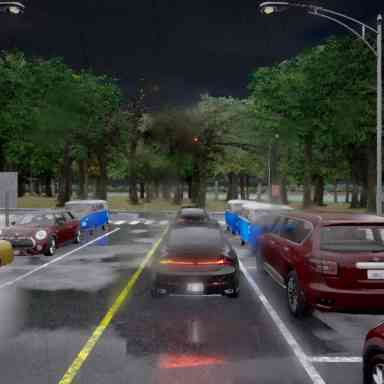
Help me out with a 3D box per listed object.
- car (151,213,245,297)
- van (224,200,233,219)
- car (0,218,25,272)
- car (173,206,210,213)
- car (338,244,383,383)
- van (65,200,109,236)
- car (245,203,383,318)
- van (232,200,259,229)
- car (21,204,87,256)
[{"bbox_3d":[0.073,1.505,8.535,1.837,1.490,4.892,0,0,0],"label":"car"},{"bbox_3d":[2.753,1.342,18.239,1.690,1.788,3.998,0,0,0],"label":"van"},{"bbox_3d":[-5.766,1.525,7.190,1.752,1.417,4.829,0,0,0],"label":"car"},{"bbox_3d":[0.003,1.506,17.939,1.837,1.490,4.892,0,0,-1],"label":"car"},{"bbox_3d":[2.762,1.440,1.926,1.967,1.590,4.097,0,0,0],"label":"car"},{"bbox_3d":[-5.772,1.342,18.235,1.690,1.788,3.998,0,0,0],"label":"van"},{"bbox_3d":[2.759,1.315,7.364,2.192,1.841,5.009,0,0,0],"label":"car"},{"bbox_3d":[2.756,1.342,12.801,1.690,1.788,3.998,0,0,0],"label":"van"},{"bbox_3d":[-5.769,1.441,12.797,1.967,1.590,4.097,0,0,0],"label":"car"}]
